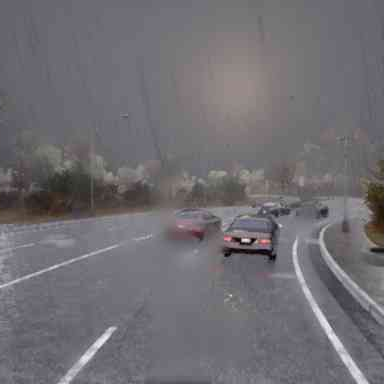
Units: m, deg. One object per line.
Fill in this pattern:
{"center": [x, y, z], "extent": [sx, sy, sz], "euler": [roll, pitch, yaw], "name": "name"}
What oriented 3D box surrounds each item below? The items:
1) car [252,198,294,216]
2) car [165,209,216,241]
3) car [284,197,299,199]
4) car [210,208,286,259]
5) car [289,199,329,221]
{"center": [7.697, 1.581, 31.011], "extent": [1.812, 1.442, 4.674], "euler": [1, 0, 35], "name": "car"}
{"center": [0.199, 1.562, 16.995], "extent": [1.994, 1.385, 4.181], "euler": [1, 0, 19], "name": "car"}
{"center": [12.484, 1.406, 42.852], "extent": [2.097, 1.767, 4.553], "euler": [1, 1, 42], "name": "car"}
{"center": [2.400, 1.572, 12.821], "extent": [2.033, 1.411, 5.357], "euler": [1, 0, 16], "name": "car"}
{"center": [10.573, 1.601, 29.032], "extent": [2.128, 1.511, 4.902], "euler": [1, 0, 35], "name": "car"}
